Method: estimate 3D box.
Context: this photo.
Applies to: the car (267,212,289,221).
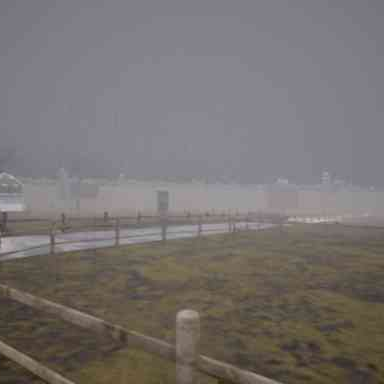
[{"bbox_3d":[13.078,3.736,50.653,1.895,1.301,4.718,1,-2,35],"label":"car"}]
